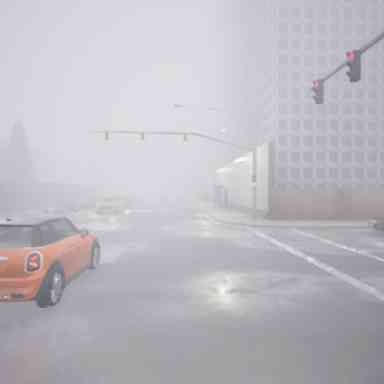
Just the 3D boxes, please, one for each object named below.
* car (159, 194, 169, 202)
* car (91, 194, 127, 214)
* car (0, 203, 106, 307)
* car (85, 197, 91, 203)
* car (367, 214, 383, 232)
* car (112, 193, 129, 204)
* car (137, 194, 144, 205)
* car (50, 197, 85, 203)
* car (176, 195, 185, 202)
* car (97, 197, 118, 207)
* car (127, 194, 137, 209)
[{"bbox_3d":[-5.936,1.243,71.181,1.882,1.535,5.008,0,0,-2],"label":"car"},{"bbox_3d":[-8.267,1.200,33.539,2.097,1.767,4.553,0,0,-2],"label":"car"},{"bbox_3d":[-3.730,1.332,8.077,2.097,1.767,4.553,0,0,-2],"label":"car"},{"bbox_3d":[-11.955,1.285,38.965,1.882,1.535,5.008,0,0,-2],"label":"car"},{"bbox_3d":[12.421,1.584,18.570,4.902,1.511,2.128,0,0,-2],"label":"car"},{"bbox_3d":[-12.519,1.103,58.587,2.097,1.767,4.553,0,0,-2],"label":"car"},{"bbox_3d":[-8.841,1.146,52.551,2.097,1.767,4.553,0,0,-1],"label":"car"},{"bbox_3d":[-11.663,1.325,29.821,2.128,1.511,4.902,0,0,-1],"label":"car"},{"bbox_3d":[-2.437,1.343,71.249,1.994,1.385,4.181,0,0,-2],"label":"car"},{"bbox_3d":[-12.233,1.381,48.262,1.895,1.301,4.718,0,0,-2],"label":"car"},{"bbox_3d":[-8.563,1.327,42.478,1.837,1.490,4.892,0,0,-2],"label":"car"}]
